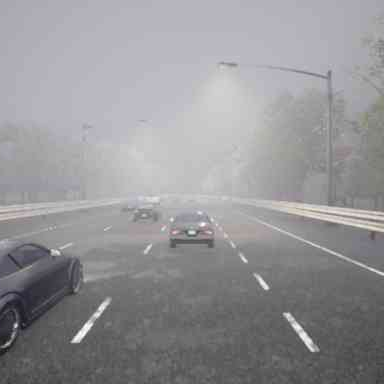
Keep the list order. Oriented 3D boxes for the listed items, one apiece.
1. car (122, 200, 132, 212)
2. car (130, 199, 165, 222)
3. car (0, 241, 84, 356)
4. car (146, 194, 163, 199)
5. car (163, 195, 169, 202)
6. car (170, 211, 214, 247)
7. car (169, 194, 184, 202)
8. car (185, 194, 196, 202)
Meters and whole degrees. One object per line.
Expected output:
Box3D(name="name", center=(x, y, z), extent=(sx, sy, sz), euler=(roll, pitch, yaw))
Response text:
Box3D(name="car", center=(-6.998, 1.617, 39.414), extent=(1.994, 1.385, 4.181), euler=(0, 0, 0))
Box3D(name="car", center=(-3.499, 1.561, 26.767), extent=(1.812, 1.442, 4.674), euler=(0, 0, 0))
Box3D(name="car", center=(-3.502, 1.571, 6.058), extent=(1.994, 1.385, 4.181), euler=(0, 0, 0))
Box3D(name="car", center=(-6.998, 1.307, 60.181), extent=(2.150, 2.045, 5.566), euler=(0, 0, 0))
Box3D(name="car", center=(-6.996, 1.710, 77.265), extent=(1.895, 1.301, 4.718), euler=(0, 0, 0))
Box3D(name="car", center=(0.001, 1.566, 14.978), extent=(2.033, 1.411, 5.357), euler=(0, 0, 0))
Box3D(name="car", center=(-3.495, 1.655, 77.163), extent=(2.033, 1.411, 5.357), euler=(0, 0, 0))
Box3D(name="car", center=(0.004, 1.710, 77.142), extent=(1.895, 1.301, 4.718), euler=(0, 0, 0))
